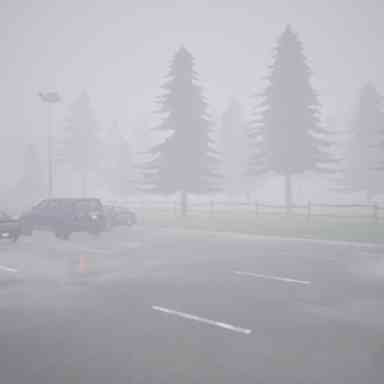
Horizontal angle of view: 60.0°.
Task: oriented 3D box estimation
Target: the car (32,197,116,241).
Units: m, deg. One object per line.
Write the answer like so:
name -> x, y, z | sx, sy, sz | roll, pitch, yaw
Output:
car -> -6.860, 1.301, 17.487 | 5.566, 2.045, 2.150 | 0, 0, 36

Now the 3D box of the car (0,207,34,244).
car -> -9.704, 1.577, 15.215 | 4.902, 1.511, 2.128 | 0, 0, 36

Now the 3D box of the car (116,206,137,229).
car -> -5.634, 1.576, 20.910 | 4.902, 1.511, 2.128 | 0, 0, 36
